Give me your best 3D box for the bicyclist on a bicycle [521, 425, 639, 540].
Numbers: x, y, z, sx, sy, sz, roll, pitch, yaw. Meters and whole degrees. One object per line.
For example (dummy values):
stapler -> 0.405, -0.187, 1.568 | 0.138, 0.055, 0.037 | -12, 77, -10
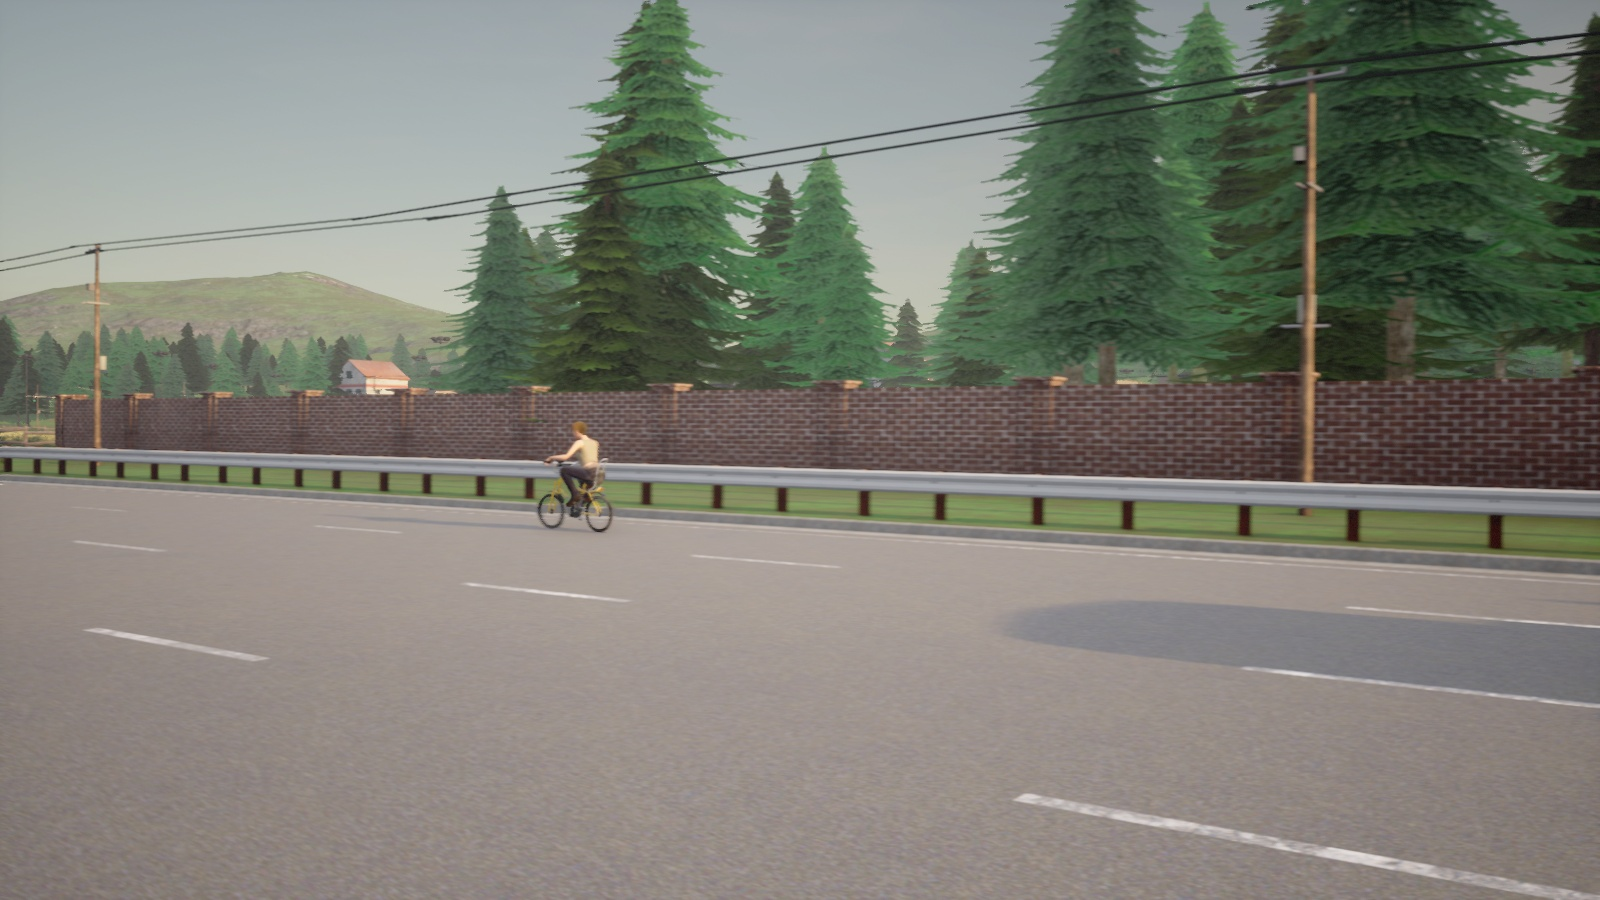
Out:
bicyclist on a bicycle -> -3.219, 0.447, 18.359 | 1.509, 1.612, 0.866 | 0, 1, 34
